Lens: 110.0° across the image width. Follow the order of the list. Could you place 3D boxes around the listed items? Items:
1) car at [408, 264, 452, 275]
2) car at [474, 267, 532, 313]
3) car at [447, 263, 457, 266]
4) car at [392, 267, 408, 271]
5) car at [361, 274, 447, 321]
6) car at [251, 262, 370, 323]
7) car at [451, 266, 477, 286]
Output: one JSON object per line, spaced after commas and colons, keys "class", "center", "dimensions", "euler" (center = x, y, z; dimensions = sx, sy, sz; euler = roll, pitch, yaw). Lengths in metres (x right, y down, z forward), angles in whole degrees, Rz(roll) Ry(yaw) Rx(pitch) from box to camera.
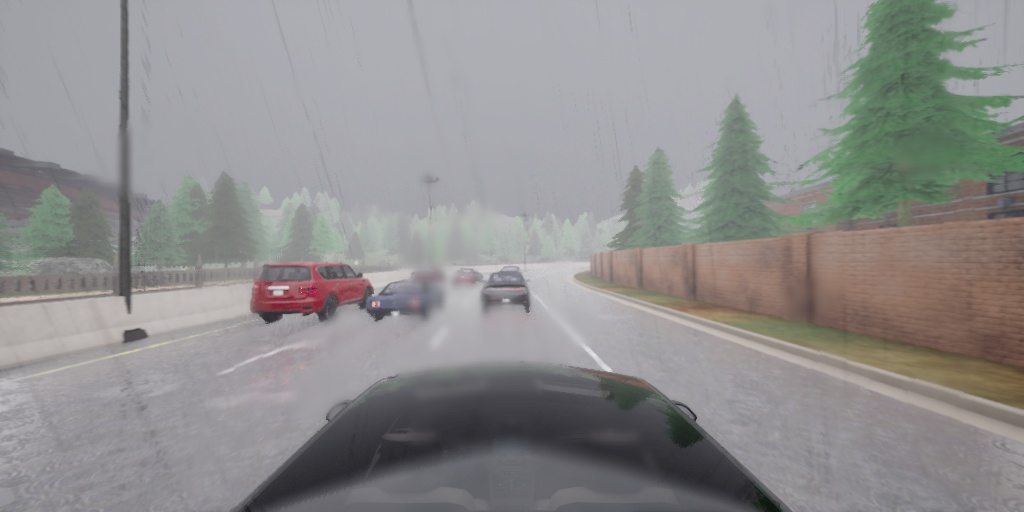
{"class": "car", "center": [-7.059, 1.711, 31.346], "dimensions": [1.882, 1.535, 5.008], "euler": [-1, -1, 4]}
{"class": "car", "center": [-0.226, 1.411, 14.988], "dimensions": [2.128, 1.511, 4.902], "euler": [-1, -1, -1]}
{"class": "car", "center": [-9.811, 1.923, 54.922], "dimensions": [2.097, 1.767, 4.553], "euler": [-1, -1, 17]}
{"class": "car", "center": [-16.745, 2.300, 56.201], "dimensions": [1.895, 1.301, 4.718], "euler": [-1, -1, 17]}
{"class": "car", "center": [-3.690, 1.557, 13.481], "dimensions": [1.895, 1.301, 4.718], "euler": [-1, -1, -1]}
{"class": "car", "center": [-7.200, 1.239, 13.639], "dimensions": [2.150, 2.045, 5.566], "euler": [-1, 0, -1]}
{"class": "car", "center": [-3.625, 1.728, 30.272], "dimensions": [1.994, 1.385, 4.181], "euler": [-1, -1, 4]}
